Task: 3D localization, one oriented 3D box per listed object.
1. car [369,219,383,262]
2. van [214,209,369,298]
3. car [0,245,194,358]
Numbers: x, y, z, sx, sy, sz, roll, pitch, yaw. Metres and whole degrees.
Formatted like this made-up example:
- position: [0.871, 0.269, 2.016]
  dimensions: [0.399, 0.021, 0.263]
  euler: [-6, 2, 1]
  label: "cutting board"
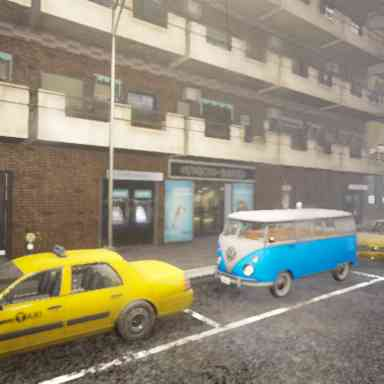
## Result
- position: [6.805, 1.522, 11.364]
  dimensions: [4.829, 1.417, 1.752]
  euler: [0, 1, -36]
  label: "car"
- position: [2.427, 1.340, 8.242]
  dimensions: [3.998, 1.788, 1.690]
  euler: [0, 1, -36]
  label: "van"
- position: [-2.248, 1.525, 4.951]
  dimensions: [4.829, 1.417, 1.752]
  euler: [0, 1, -36]
  label: "car"
